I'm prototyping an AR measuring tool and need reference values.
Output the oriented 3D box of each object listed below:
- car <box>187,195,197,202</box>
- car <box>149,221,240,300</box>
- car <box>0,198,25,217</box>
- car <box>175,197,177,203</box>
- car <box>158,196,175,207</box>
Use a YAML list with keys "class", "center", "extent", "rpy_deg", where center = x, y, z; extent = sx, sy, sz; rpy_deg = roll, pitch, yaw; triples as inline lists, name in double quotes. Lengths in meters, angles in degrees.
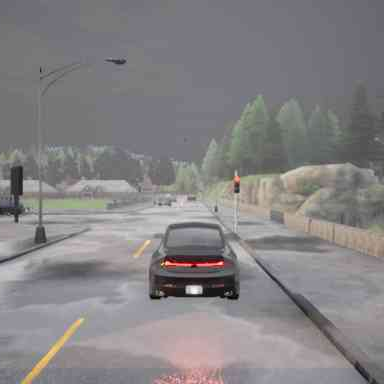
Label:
- class: "car"
  center: [-0.032, 1.309, 70.999]
  extent: [1.882, 1.535, 5.008]
  rpy_deg: [0, 0, 0]
- class: "car"
  center: [0.057, 1.503, 8.381]
  extent: [1.837, 1.490, 4.892]
  rpy_deg: [0, 0, 0]
- class: "car"
  center: [-18.268, 1.346, 31.068]
  extent: [4.553, 1.767, 2.097]
  rpy_deg: [0, 0, 0]
- class: "car"
  center: [-4.049, 1.512, 67.155]
  extent: [1.812, 1.442, 4.674]
  rpy_deg: [0, 0, 0]
- class: "car"
  center: [-4.111, 1.481, 50.703]
  extent: [2.128, 1.511, 4.902]
  rpy_deg: [0, 0, 0]
